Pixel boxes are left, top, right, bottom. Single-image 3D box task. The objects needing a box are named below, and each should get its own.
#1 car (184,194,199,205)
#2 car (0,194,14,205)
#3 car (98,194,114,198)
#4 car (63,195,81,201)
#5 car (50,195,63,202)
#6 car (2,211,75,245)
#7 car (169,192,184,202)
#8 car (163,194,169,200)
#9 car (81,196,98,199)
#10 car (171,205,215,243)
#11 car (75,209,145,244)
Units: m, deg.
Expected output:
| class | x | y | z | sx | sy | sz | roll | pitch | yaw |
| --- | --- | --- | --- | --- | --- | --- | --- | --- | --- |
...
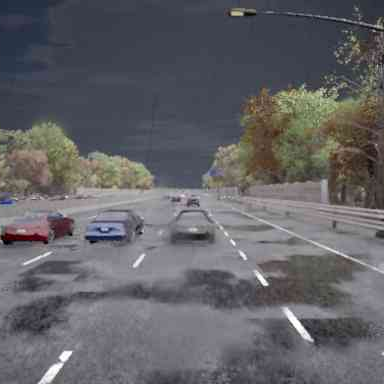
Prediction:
| class | x | y | z | sx | sy | sz | roll | pitch | yaw |
| --- | --- | --- | --- | --- | --- | --- | --- | --- | --- |
| car | 0.162 | 1.401 | 50.991 | 1.837 | 1.490 | 4.892 | 0 | 0 | 0 |
| car | -17.489 | 1.219 | 28.448 | 2.150 | 2.045 | 5.566 | 0 | 0 | 0 |
| car | -17.282 | 1.271 | 68.805 | 1.837 | 1.490 | 4.892 | 0 | 0 | 0 |
| car | -24.282 | 1.345 | 68.827 | 1.994 | 1.385 | 4.181 | 0 | 0 | 0 |
| car | -27.632 | 1.355 | 68.840 | 1.994 | 1.385 | 4.181 | 0 | 0 | 2 |
| car | -6.951 | 1.553 | 15.578 | 1.994 | 1.385 | 4.181 | 0 | 0 | 0 |
| car | -3.275 | 1.342 | 70.950 | 1.882 | 1.535 | 5.008 | 0 | 0 | 0 |
| car | -6.717 | 1.316 | 88.858 | 1.882 | 1.535 | 5.008 | 0 | 0 | 0 |
| car | -20.782 | 1.377 | 68.786 | 1.895 | 1.301 | 4.718 | 0 | 0 | 0 |
| car | 0.049 | 1.531 | 15.829 | 1.994 | 1.385 | 4.181 | 0 | 0 | 0 |
| car | -3.452 | 1.525 | 15.697 | 2.033 | 1.411 | 5.357 | 0 | 0 | 0 |
